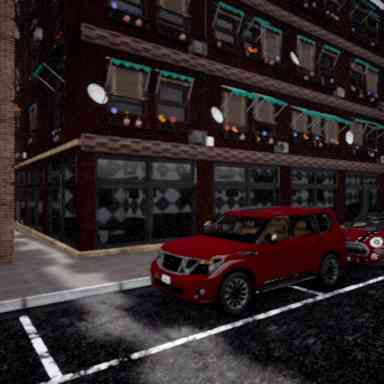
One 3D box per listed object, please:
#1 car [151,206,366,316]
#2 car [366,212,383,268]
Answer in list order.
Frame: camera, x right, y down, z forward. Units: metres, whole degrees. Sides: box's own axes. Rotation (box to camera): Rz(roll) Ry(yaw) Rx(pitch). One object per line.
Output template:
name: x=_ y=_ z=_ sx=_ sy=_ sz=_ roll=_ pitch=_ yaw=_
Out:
car: x=1.567 y=1.301 z=7.674 sx=5.009 sy=1.841 sz=2.192 roll=0 pitch=0 yaw=-36
car: x=6.154 y=1.413 z=10.948 sx=4.097 sy=1.590 sz=1.967 roll=0 pitch=0 yaw=-36
